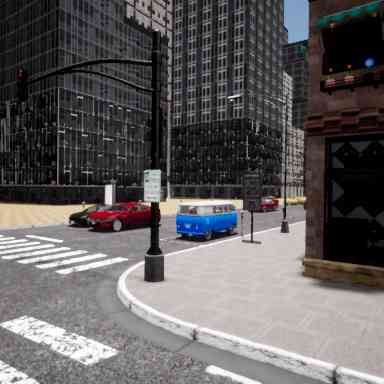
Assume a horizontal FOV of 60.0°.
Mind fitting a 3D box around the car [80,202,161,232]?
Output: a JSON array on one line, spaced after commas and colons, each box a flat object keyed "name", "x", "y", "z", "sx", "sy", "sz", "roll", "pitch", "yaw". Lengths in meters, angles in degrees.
[{"name": "car", "x": -3.960, "y": 1.418, "z": 20.196, "sx": 1.882, "sy": 1.535, "sz": 5.008, "roll": 1, "pitch": 1, "yaw": 34}]

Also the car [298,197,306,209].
[{"name": "car", "x": 15.666, "y": 1.429, "z": 42.289, "sx": 2.128, "sy": 1.511, "sz": 4.902, "roll": 1, "pitch": 1, "yaw": 36}]

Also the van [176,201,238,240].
[{"name": "van", "x": 0.877, "y": 1.368, "z": 17.008, "sx": 1.690, "sy": 1.788, "sz": 3.998, "roll": 1, "pitch": 1, "yaw": 36}]

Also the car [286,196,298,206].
[{"name": "car", "x": 16.456, "y": 1.364, "z": 53.261, "sx": 1.752, "sy": 1.417, "sz": 4.829, "roll": 1, "pitch": 1, "yaw": 36}]

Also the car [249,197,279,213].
[{"name": "car", "x": 7.789, "y": 1.505, "z": 36.649, "sx": 1.895, "sy": 1.301, "sz": 4.718, "roll": 1, "pitch": 1, "yaw": 36}]

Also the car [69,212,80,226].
[{"name": "car", "x": -5.947, "y": 1.467, "z": 21.879, "sx": 1.947, "sy": 1.339, "sz": 4.313, "roll": 1, "pitch": 1, "yaw": 36}]

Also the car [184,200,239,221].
[{"name": "car", "x": 1.792, "y": 1.469, "z": 28.256, "sx": 2.033, "sy": 1.411, "sz": 5.357, "roll": 1, "pitch": 1, "yaw": 36}]
